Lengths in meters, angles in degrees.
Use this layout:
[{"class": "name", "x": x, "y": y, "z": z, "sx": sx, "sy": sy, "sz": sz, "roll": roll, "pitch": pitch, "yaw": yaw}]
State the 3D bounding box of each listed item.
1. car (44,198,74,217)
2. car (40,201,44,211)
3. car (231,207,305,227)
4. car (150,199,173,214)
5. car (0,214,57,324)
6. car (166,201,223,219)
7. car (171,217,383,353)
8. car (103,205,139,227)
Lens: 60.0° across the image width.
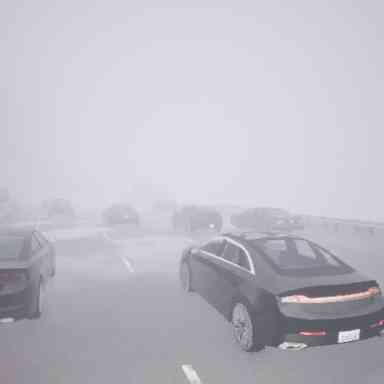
[{"class": "car", "x": -12.466, "y": 1.361, "z": 31.325, "sx": 2.097, "sy": 1.767, "sz": 4.553, "roll": 0, "pitch": 0, "yaw": -26}, {"class": "car", "x": -17.254, "y": 1.559, "z": 40.484, "sx": 2.033, "sy": 1.411, "sz": 5.357, "roll": 0, "pitch": 0, "yaw": -29}, {"class": "car", "x": 4.148, "y": 1.562, "z": 19.222, "sx": 2.033, "sy": 1.411, "sz": 5.357, "roll": 0, "pitch": 0, "yaw": -21}, {"class": "car", "x": -3.113, "y": 1.510, "z": 36.009, "sx": 2.128, "sy": 1.511, "sz": 4.902, "roll": 0, "pitch": 0, "yaw": -26}, {"class": "car", "x": -4.044, "y": 1.479, "z": 7.052, "sx": 1.882, "sy": 1.535, "sz": 5.008, "roll": 0, "pitch": 0, "yaw": -18}, {"class": "car", "x": 0.174, "y": 1.517, "z": 19.748, "sx": 1.837, "sy": 1.490, "sz": 4.892, "roll": 0, "pitch": 0, "yaw": -21}, {"class": "car", "x": 1.156, "y": 1.496, "z": 6.276, "sx": 2.128, "sy": 1.511, "sz": 4.902, "roll": 0, "pitch": 0, "yaw": -17}, {"class": "car", "x": -5.050, "y": 1.574, "z": 23.336, "sx": 1.994, "sy": 1.385, "sz": 4.181, "roll": 0, "pitch": 0, "yaw": -22}]
